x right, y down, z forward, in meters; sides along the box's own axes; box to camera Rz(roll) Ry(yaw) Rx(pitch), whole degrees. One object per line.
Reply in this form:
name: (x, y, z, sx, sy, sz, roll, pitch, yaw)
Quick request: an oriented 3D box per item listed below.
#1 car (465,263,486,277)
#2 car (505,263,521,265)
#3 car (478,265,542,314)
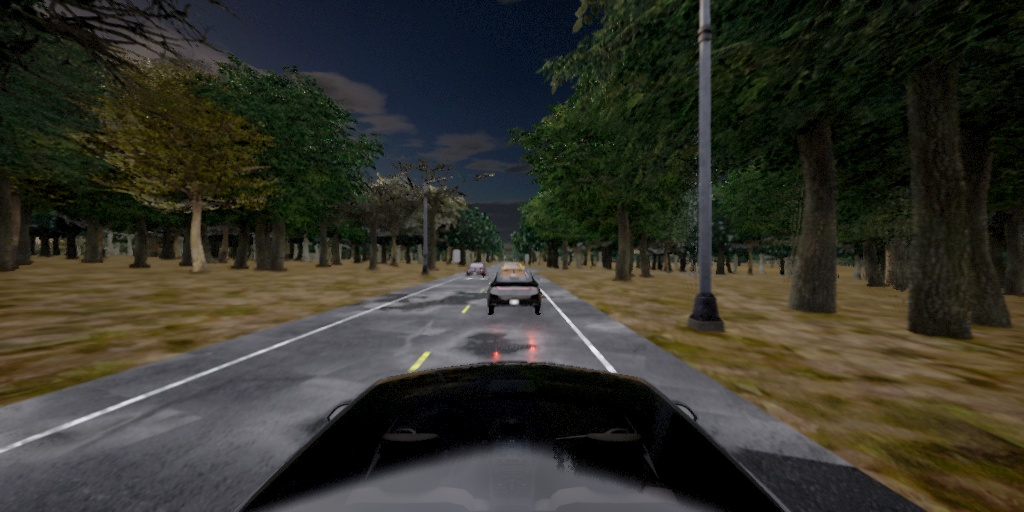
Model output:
car: (-3.593, 1.409, 36.932, 1.812, 1.442, 4.674, 0, -1, 0)
car: (0.089, 1.325, 30.732, 1.882, 1.535, 5.008, 0, 0, 0)
car: (0.085, 1.266, 13.870, 2.128, 1.511, 4.902, 0, 0, 0)
